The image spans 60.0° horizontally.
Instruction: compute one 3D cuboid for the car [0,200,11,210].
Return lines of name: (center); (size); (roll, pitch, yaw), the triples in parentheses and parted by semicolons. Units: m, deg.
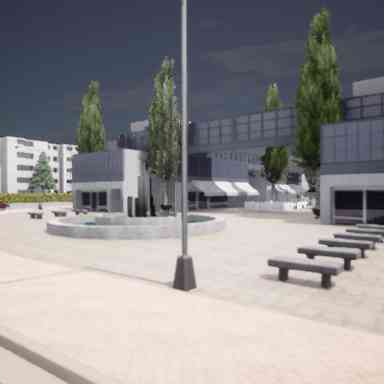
car: (-24.181, 1.585, 40.499); (1.812, 1.442, 4.674); (0, 0, 4)
